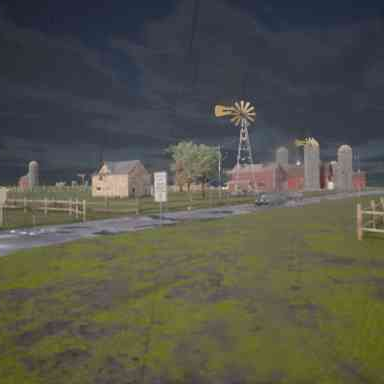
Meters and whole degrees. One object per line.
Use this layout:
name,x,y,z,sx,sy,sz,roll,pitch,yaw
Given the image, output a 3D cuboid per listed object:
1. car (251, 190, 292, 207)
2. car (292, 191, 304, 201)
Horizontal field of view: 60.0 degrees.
car,8.512,0.845,35.579,2.033,1.411,5.357,-1,1,36
car,15.002,0.609,49.232,1.994,1.385,4.181,-1,1,36
